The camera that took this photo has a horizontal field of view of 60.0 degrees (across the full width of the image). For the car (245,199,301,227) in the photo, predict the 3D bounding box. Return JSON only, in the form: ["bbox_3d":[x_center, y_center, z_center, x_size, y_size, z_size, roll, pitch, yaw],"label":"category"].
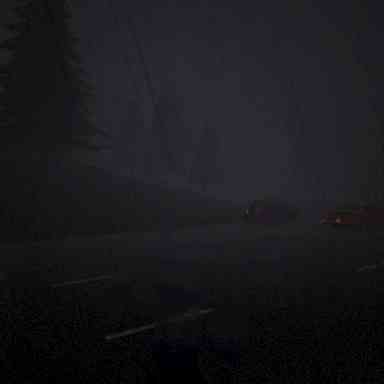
[{"bbox_3d":[5.506,1.265,22.253,2.097,1.767,4.553,0,0,42],"label":"car"}]

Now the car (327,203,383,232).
[{"bbox_3d":[9.918,1.381,19.422,5.008,1.535,1.882,0,0,-35],"label":"car"}]
